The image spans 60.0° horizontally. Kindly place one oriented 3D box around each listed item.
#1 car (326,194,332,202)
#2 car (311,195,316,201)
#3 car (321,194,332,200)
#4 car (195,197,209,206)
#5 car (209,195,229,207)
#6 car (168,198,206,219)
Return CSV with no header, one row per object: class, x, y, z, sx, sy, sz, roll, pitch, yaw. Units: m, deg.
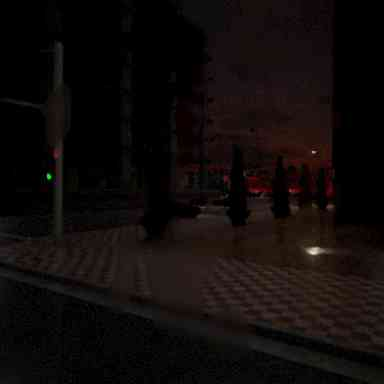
car,31.616,1.469,74.886,1.994,1.385,4.181,0,0,35
car,28.505,1.378,76.542,1.882,1.535,5.008,0,0,35
car,34.454,1.327,85.098,1.812,1.442,4.674,0,0,35
car,0.921,1.435,49.255,1.994,1.385,4.181,0,0,35
car,4.956,1.489,48.908,1.895,1.301,4.718,0,0,35
car,-1.326,1.466,27.503,2.033,1.411,5.357,0,0,35
